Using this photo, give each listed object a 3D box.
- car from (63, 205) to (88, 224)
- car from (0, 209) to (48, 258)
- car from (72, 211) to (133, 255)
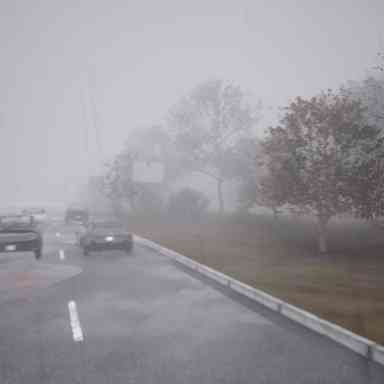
[{"bbox_3d":[-10.081,1.854,28.997,1.882,1.535,5.008,0,-1,-23],"label":"car"},{"bbox_3d":[-6.903,1.660,13.205,2.128,1.511,4.902,0,-1,-23],"label":"car"},{"bbox_3d":[-3.879,1.756,14.401,1.994,1.385,4.181,0,-1,-23],"label":"car"}]
